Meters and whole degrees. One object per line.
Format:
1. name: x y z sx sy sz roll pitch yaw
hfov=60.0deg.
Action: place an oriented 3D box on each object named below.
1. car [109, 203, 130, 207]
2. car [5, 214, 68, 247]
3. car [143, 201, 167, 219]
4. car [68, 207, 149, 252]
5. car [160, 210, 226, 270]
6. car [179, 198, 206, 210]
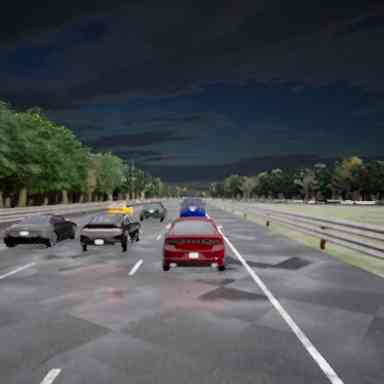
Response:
1. car: -6.930 1.825 32.132 1.882 1.535 5.008 0 -1 0
2. car: -6.924 1.727 15.765 1.994 1.385 4.181 0 -1 0
3. car: -3.431 1.692 30.331 2.097 1.767 4.553 0 -1 0
4. car: -3.424 1.655 14.727 2.128 1.511 4.902 0 -1 0
5. car: 0.066 1.606 11.623 1.882 1.535 5.008 0 0 0
6. car: 0.069 1.554 29.645 2.150 2.045 5.566 0 -1 0
